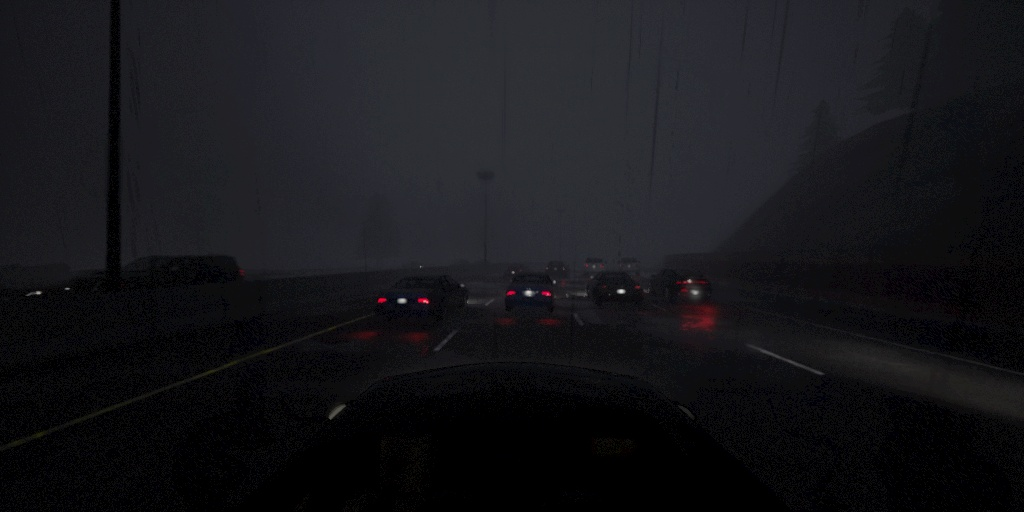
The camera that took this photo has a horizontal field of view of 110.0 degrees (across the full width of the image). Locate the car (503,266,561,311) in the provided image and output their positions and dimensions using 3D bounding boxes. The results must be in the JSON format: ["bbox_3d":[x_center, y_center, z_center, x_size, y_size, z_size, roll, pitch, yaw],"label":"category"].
[{"bbox_3d":[0.818,1.343,14.826,2.033,1.411,5.357,1,0,6],"label":"car"}]

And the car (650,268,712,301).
[{"bbox_3d":[8.268,1.340,17.967,1.837,1.490,4.892,0,0,7],"label":"car"}]

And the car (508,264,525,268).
[{"bbox_3d":[0.559,1.426,33.930,1.994,1.385,4.181,0,0,13],"label":"car"}]

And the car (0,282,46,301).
[{"bbox_3d":[-16.926,1.259,14.468,1.812,1.442,4.674,0,0,5],"label":"car"}]

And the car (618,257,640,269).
[{"bbox_3d":[13.380,1.154,41.033,2.150,2.045,5.566,0,0,18],"label":"car"}]

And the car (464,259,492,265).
[{"bbox_3d":[-4.697,1.388,53.499,1.882,1.535,5.008,0,0,21],"label":"car"}]

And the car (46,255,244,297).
[{"bbox_3d":[-13.468,0.965,14.117,2.150,2.045,5.566,0,0,5],"label":"car"}]

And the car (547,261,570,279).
[{"bbox_3d":[4.567,1.234,35.583,2.097,1.767,4.553,0,0,14],"label":"car"}]

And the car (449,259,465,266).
[{"bbox_3d":[-7.886,1.382,54.948,1.882,1.535,5.008,0,0,21],"label":"car"}]

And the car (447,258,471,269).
[{"bbox_3d":[-9.012,1.275,61.689,2.097,1.767,4.553,0,0,22],"label":"car"}]

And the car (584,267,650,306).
[{"bbox_3d":[4.540,1.380,16.221,1.994,1.385,4.181,0,0,6],"label":"car"}]

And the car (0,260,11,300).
[{"bbox_3d":[-23.966,1.058,14.065,2.097,1.767,4.553,0,0,5],"label":"car"}]

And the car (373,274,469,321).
[{"bbox_3d":[-2.897,1.324,12.609,2.033,1.411,5.357,0,0,5],"label":"car"}]

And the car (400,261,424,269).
[{"bbox_3d":[-15.282,1.442,55.069,1.994,1.385,4.181,0,0,19],"label":"car"}]

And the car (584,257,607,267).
[{"bbox_3d":[8.903,1.129,38.318,2.150,2.045,5.566,0,0,16],"label":"car"}]
